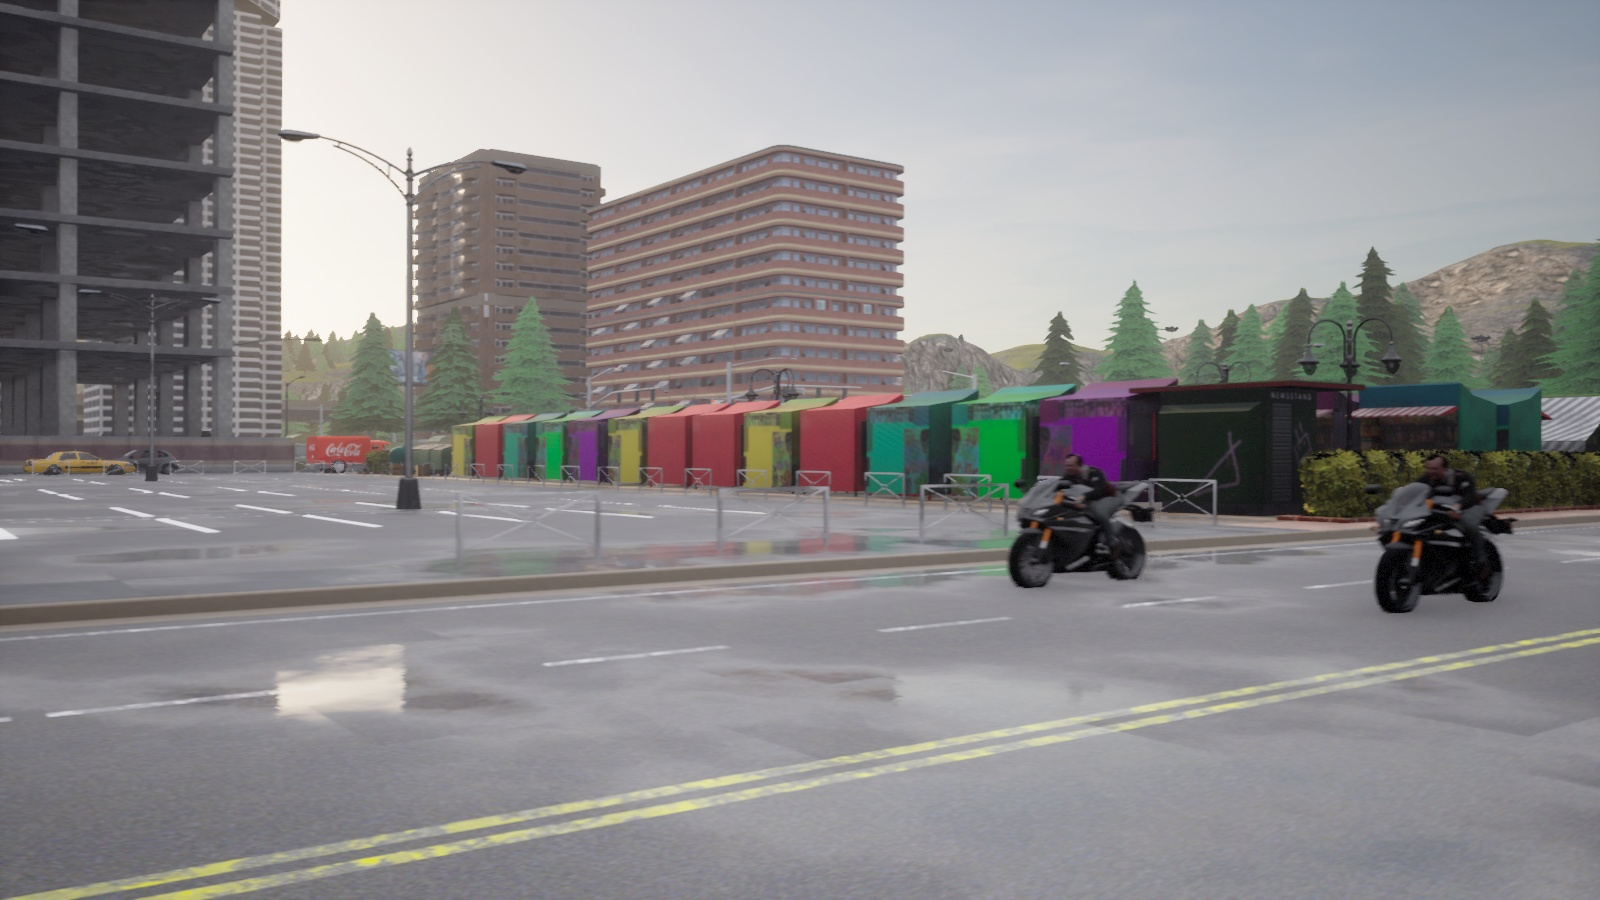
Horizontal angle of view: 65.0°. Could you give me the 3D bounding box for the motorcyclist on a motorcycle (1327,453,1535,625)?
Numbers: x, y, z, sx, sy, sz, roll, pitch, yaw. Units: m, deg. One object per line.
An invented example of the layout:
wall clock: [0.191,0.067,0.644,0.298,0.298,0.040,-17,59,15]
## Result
motorcyclist on a motorcycle: [6.144,0.797,12.186,2.191,1.530,0.866,0,0,-35]

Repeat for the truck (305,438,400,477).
truck: [-28.926,0.463,81.166,5.204,2.467,2.627,0,0,-38]

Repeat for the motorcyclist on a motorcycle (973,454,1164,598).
motorcyclist on a motorcycle: [3.079,0.808,14.315,2.191,1.530,0.866,0,0,-35]

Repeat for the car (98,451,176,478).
car: [-40.561,0.861,76.865,3.988,1.617,1.851,0,0,-37]

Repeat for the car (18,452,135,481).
car: [-39.621,0.880,68.836,5.366,1.575,1.801,0,0,-37]
